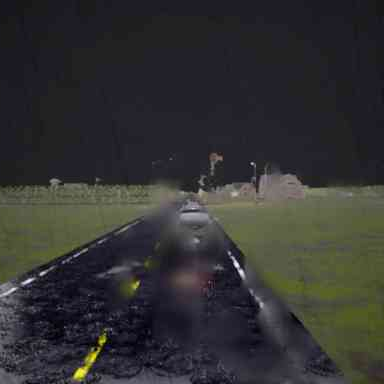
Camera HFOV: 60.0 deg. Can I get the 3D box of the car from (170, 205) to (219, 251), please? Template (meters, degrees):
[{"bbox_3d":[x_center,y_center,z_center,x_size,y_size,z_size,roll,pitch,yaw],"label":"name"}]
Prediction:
[{"bbox_3d":[0.104,1.506,14.203,1.837,1.490,4.892,0,0,0],"label":"car"}]

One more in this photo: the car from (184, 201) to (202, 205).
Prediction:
[{"bbox_3d":[0.106,1.578,33.701,1.994,1.385,4.181,0,0,0],"label":"car"}]
